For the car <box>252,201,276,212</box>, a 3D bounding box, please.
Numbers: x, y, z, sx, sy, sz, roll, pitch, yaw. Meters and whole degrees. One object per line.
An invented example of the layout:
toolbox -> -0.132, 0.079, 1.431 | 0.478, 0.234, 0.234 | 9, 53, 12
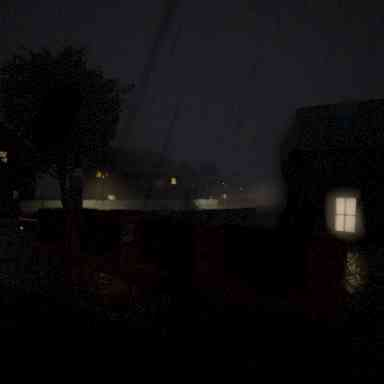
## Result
car -> 10.630, 2.122, 48.998 | 1.994, 1.385, 4.181 | 2, 0, 34

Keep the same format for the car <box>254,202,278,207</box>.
car -> 10.007, 2.085, 43.145 | 1.812, 1.442, 4.674 | 2, 0, 36

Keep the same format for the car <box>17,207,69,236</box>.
car -> -7.019, 1.596, 18.417 | 2.128, 1.511, 4.902 | 2, 0, 34
